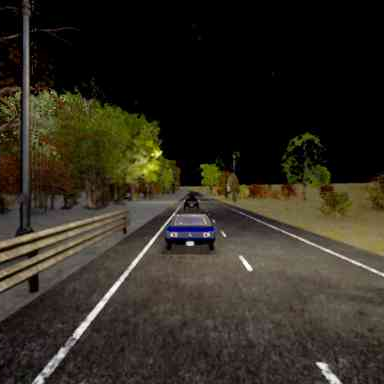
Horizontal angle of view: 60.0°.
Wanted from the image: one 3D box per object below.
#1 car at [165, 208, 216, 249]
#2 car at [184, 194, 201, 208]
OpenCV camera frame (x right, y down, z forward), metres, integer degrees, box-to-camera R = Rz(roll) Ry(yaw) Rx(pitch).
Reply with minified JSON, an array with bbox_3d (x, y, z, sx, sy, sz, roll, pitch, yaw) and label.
[{"bbox_3d":[-0.060,1.597,14.409,1.895,1.301,4.718,0,0,0],"label":"car"},{"bbox_3d":[-0.061,1.449,43.536,1.882,1.535,5.008,0,0,0],"label":"car"}]
